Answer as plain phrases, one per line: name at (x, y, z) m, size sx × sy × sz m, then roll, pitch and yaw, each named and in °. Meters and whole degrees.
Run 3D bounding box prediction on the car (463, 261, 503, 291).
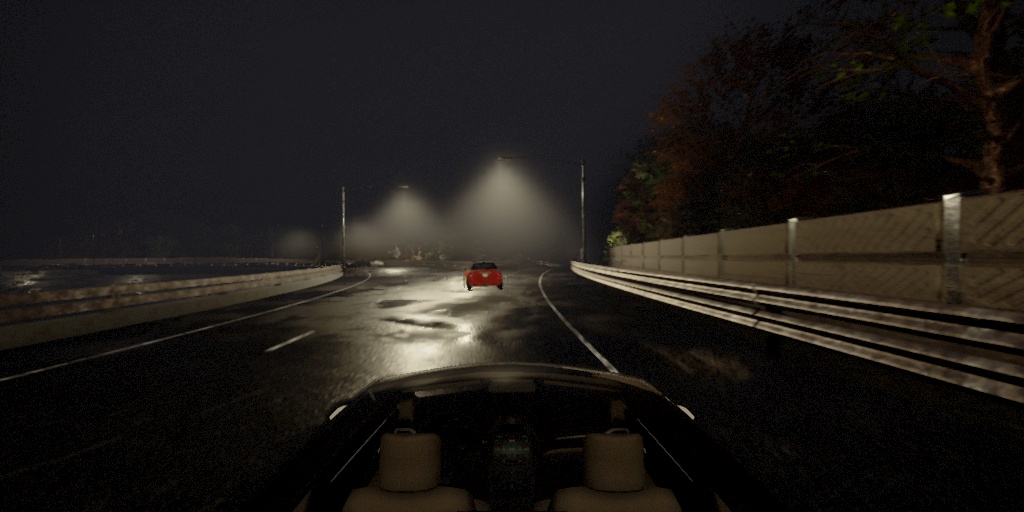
car at (-1.920, 1.118, 22.599) m, size 2.097 × 1.767 × 4.553 m, roll -1°, pitch 0°, yaw -11°
